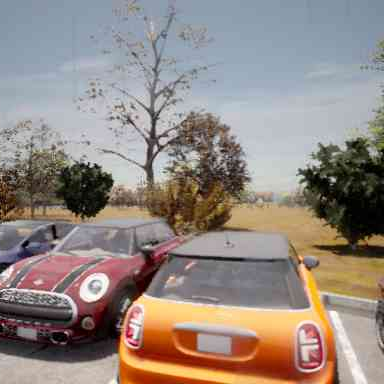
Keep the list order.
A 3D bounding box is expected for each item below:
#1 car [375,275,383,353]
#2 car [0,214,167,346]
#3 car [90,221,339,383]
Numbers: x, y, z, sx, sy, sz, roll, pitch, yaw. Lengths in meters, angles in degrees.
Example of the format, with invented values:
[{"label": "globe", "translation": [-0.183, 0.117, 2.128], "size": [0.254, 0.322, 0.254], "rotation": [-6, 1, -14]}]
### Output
[{"label": "car", "translation": [3.198, 1.525, 3.224], "size": [2.002, 1.452, 4.674], "rotation": [1, -1, 16]}, {"label": "car", "translation": [-1.638, 1.363, 6.713], "size": [2.185, 1.767, 4.553], "rotation": [1, -1, 16]}, {"label": "car", "translation": [0.760, 1.361, 4.925], "size": [2.185, 1.767, 4.553], "rotation": [0, -1, 16]}]
